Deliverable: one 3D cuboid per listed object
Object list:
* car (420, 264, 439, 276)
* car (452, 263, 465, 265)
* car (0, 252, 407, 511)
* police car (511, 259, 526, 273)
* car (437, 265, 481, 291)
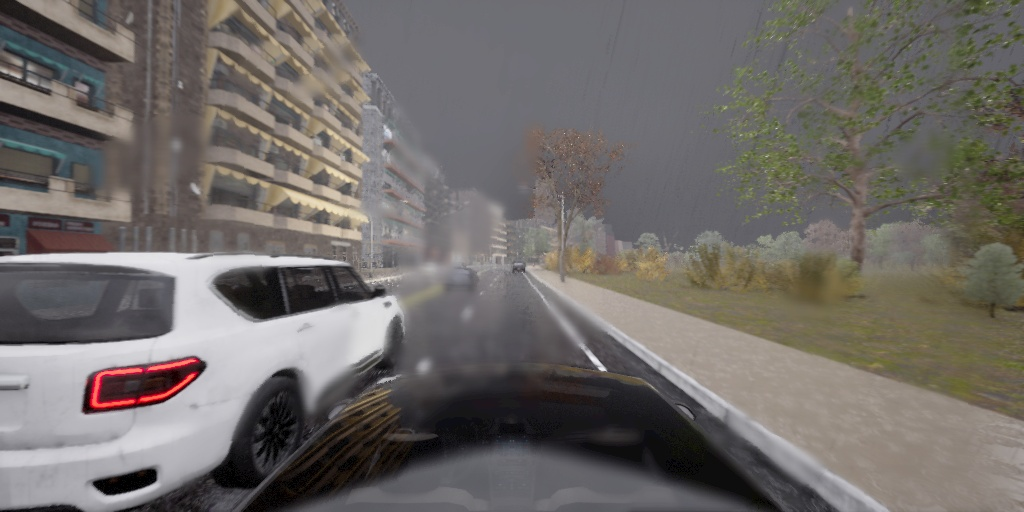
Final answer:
[{"bbox_3d":[-9.810,1.669,43.546,1.812,1.442,4.674,0,-1,0],"label":"car"},{"bbox_3d":[-6.561,1.653,43.818,1.837,1.490,4.892,0,-1,0],"label":"car"},{"bbox_3d":[-3.148,1.000,4.762,2.150,2.045,5.566,0,-1,0],"label":"car"},{"bbox_3d":[0.990,1.669,53.852,1.930,1.638,5.238,0,-1,0],"label":"police car"},{"bbox_3d":[-3.161,1.501,23.524,2.033,1.411,5.357,0,-1,0],"label":"car"}]
